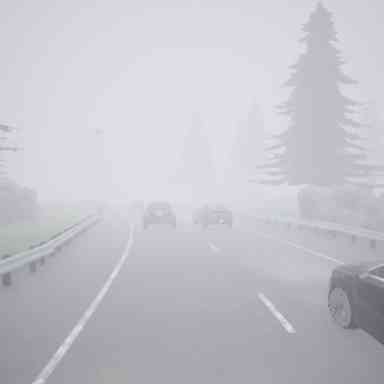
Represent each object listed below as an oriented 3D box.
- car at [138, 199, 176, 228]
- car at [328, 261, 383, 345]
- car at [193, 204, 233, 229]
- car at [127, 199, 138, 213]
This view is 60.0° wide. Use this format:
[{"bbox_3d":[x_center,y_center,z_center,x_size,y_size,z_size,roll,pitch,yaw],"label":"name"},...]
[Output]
[{"bbox_3d":[-2.383,1.421,22.786,2.097,1.767,4.553,0,0,-11],"label":"car"},{"bbox_3d":[3.391,1.489,4.048,2.128,1.511,4.902,0,0,-2],"label":"car"},{"bbox_3d":[1.295,1.544,22.196,2.128,1.511,4.902,0,0,-11],"label":"car"},{"bbox_3d":[-6.708,1.622,39.984,2.128,1.511,4.902,0,0,-16],"label":"car"}]
